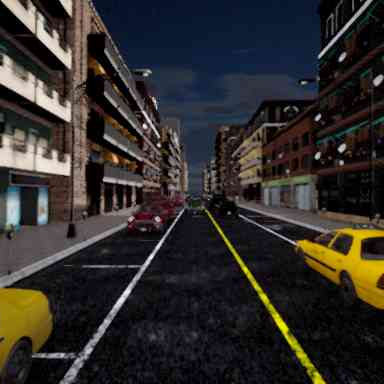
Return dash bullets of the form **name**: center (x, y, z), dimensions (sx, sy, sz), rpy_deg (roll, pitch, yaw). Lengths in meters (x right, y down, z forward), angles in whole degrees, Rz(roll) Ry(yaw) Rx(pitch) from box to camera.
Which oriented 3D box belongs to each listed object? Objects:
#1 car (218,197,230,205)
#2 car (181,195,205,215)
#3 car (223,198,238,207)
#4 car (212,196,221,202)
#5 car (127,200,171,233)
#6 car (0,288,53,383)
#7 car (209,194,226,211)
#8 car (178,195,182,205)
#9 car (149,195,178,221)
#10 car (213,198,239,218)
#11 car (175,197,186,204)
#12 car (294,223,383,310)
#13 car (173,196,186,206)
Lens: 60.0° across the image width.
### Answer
- **car**: center (6.244, 1.699, 64.515), dimensions (1.887, 1.381, 4.507), rpy_deg (1, 0, 1)
- **car**: center (0.286, 1.415, 34.181), dimensions (2.097, 1.767, 4.553), rpy_deg (0, 0, 0)
- **car**: center (6.147, 1.662, 53.413), dimensions (1.752, 1.417, 4.829), rpy_deg (1, 0, 1)
- **car**: center (6.444, 1.741, 87.058), dimensions (2.008, 1.369, 4.403), rpy_deg (1, 0, 1)
- **car**: center (-2.533, 1.457, 19.504), dimensions (1.967, 1.590, 4.097), rpy_deg (1, 0, 1)
- **car**: center (-2.684, 1.511, 2.424), dimensions (1.752, 1.417, 4.829), rpy_deg (1, 0, 1)
- **car**: center (3.368, 1.323, 42.839), dimensions (2.150, 2.045, 5.566), rpy_deg (0, 0, 1)
- **car**: center (-2.232, 1.391, 53.321), dimensions (2.192, 1.841, 5.009), rpy_deg (1, 0, 1)
- **car**: center (-2.481, 1.343, 25.140), dimensions (2.192, 1.841, 5.009), rpy_deg (1, 0, 1)
- **car**: center (3.305, 1.584, 31.484), dimensions (1.837, 1.490, 4.892), rpy_deg (0, 0, 1)
- **car**: center (-2.135, 1.639, 64.593), dimensions (1.887, 1.381, 4.507), rpy_deg (1, 0, 1)
- **car**: center (3.954, 1.499, 7.947), dimensions (1.801, 1.575, 5.366), rpy_deg (0, 0, 1)
- **car**: center (-2.184, 1.525, 58.956), dimensions (1.967, 1.590, 4.097), rpy_deg (1, 0, 1)
